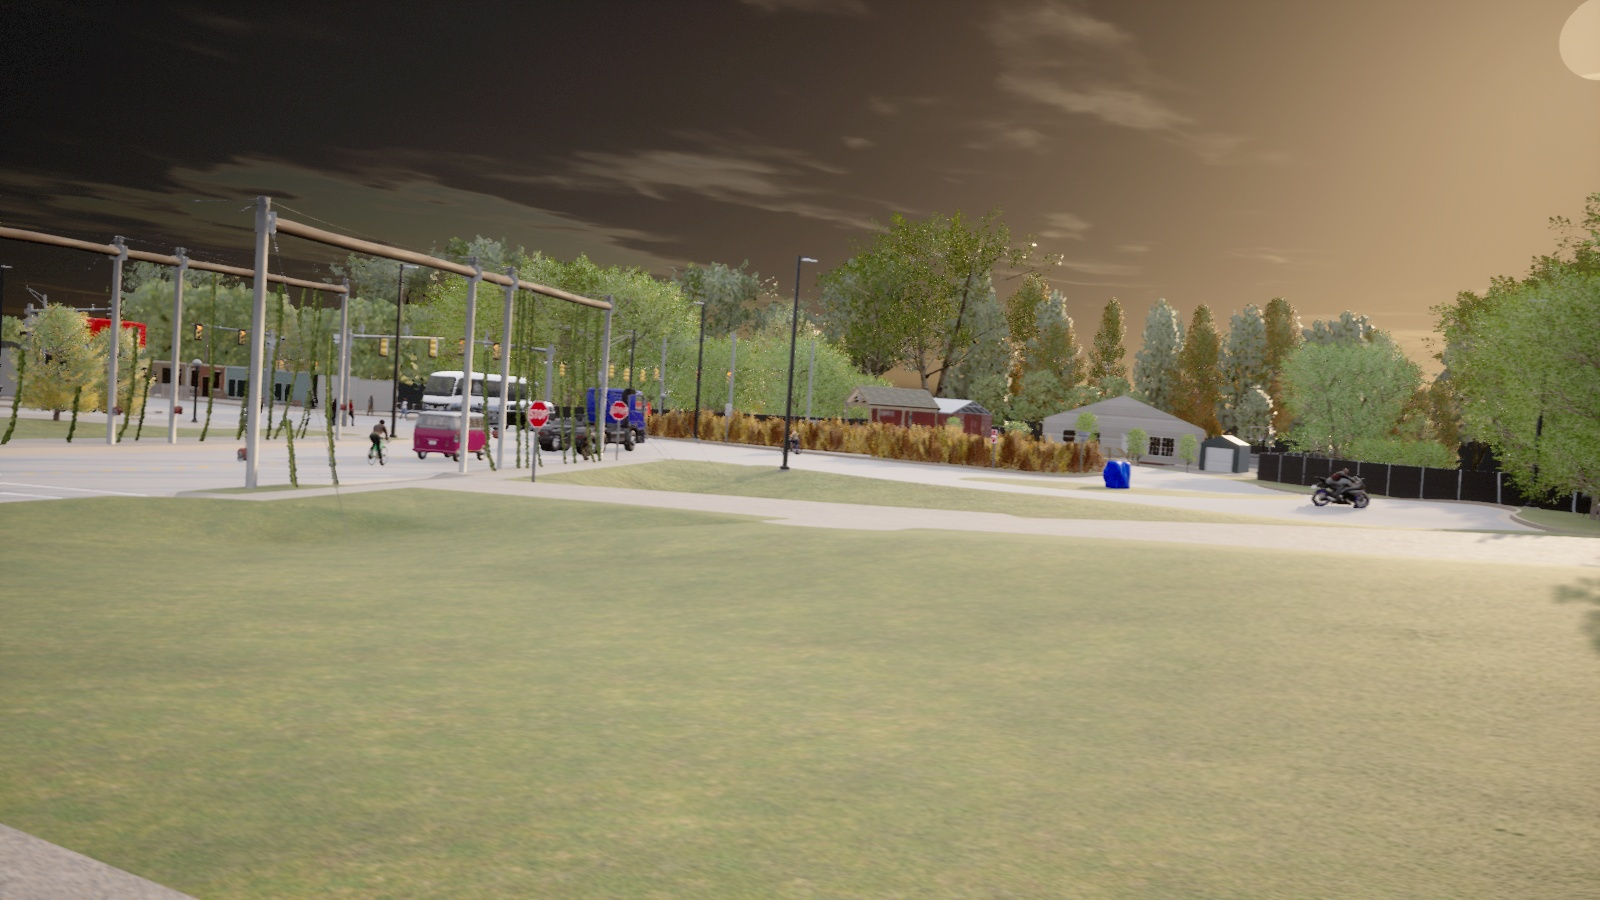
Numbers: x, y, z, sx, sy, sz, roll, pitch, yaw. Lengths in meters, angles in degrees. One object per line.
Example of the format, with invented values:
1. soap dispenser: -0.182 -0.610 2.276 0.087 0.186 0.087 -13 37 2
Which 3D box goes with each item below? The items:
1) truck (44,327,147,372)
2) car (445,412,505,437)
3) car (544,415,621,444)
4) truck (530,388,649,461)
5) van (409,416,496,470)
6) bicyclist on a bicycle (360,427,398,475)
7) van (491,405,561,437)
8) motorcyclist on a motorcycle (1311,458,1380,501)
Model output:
1. truck: -46.661 -6.623 83.268 2.627 2.467 5.204 7 4 33
2. car: -21.463 -1.685 82.932 3.705 1.549 1.789 3 2 32
3. car: -13.493 -1.270 77.907 4.514 1.525 2.007 4 4 32
4. truck: -11.016 -1.453 66.644 2.891 3.462 7.936 4 4 16
5. van: -14.140 -0.318 51.303 1.775 1.987 4.442 3 2 7
6. bicyclist on a bicycle: -14.907 0.022 44.474 0.582 1.620 1.656 3 1 5
7. van: -18.699 -1.962 85.526 4.480 2.038 2.069 2 2 33
8. motorcyclist on a motorcycle: 20.465 1.106 47.153 2.191 1.530 0.866 2 1 -4
